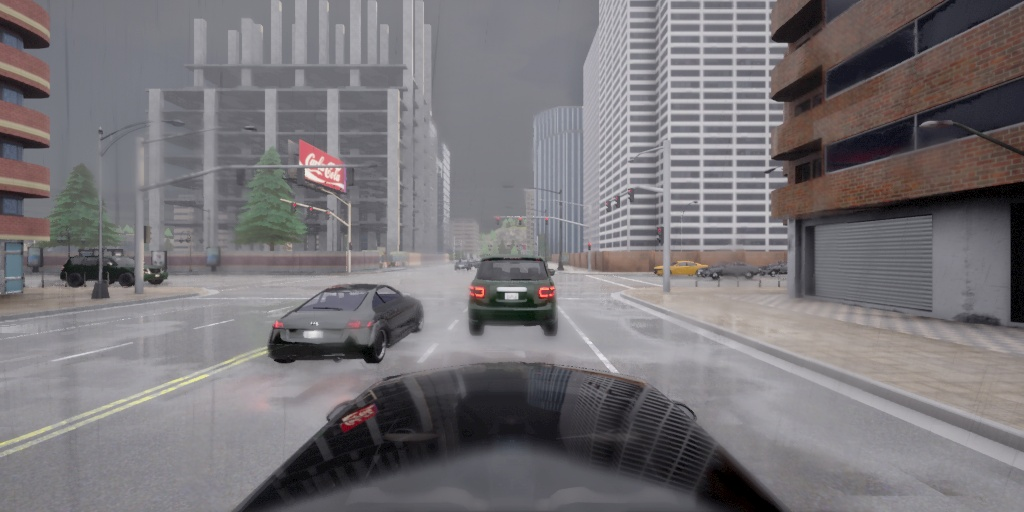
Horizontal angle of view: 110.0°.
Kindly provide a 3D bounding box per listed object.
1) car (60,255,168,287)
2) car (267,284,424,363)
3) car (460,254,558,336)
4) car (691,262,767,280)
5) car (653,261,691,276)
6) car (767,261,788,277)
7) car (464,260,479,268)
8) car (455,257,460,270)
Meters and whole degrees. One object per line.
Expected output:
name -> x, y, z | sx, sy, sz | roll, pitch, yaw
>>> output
car -> -26.558, 0.971, 24.034 | 5.566, 2.045, 2.150 | 0, 0, 0
car -> -3.378, 1.314, 8.137 | 1.994, 1.385, 4.181 | 0, 0, 0
car -> 0.098, 0.971, 10.525 | 2.150, 2.045, 5.566 | 0, 0, 2
car -> 18.770, 1.241, 31.234 | 4.902, 1.511, 2.128 | 0, 0, 0
car -> 16.292, 1.228, 34.735 | 5.008, 1.535, 1.882 | 0, 0, 0
car -> 26.228, 1.241, 34.726 | 4.902, 1.511, 2.128 | 0, 0, 0
car -> -6.775, 1.314, 59.783 | 1.994, 1.385, 4.181 | 0, 0, 1
car -> -6.841, 1.241, 50.673 | 2.128, 1.511, 4.902 | 0, 0, 0
